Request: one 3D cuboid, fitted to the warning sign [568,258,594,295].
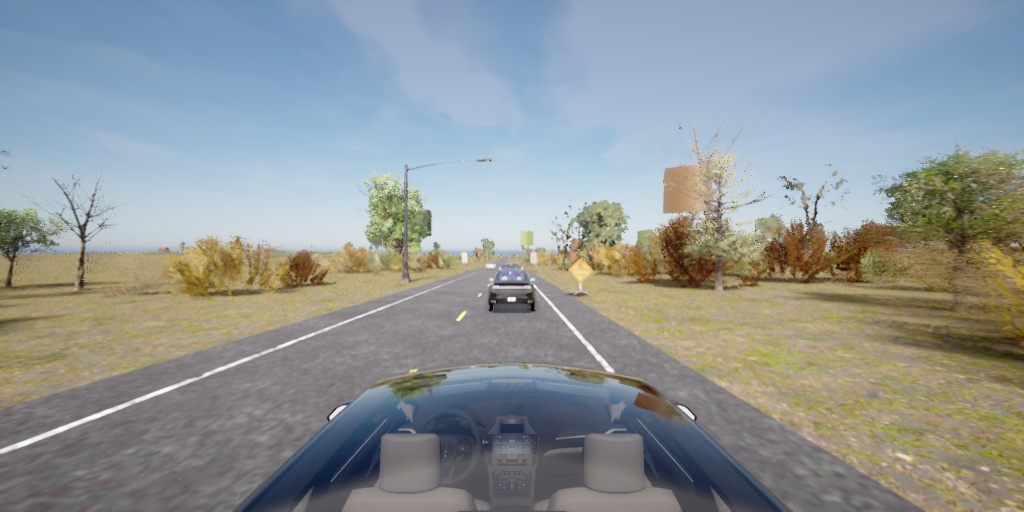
[{"bbox_3d":[3.521,1.019,18.461,1.300,1.860,1.060,0,0,0],"label":"warning sign"}]

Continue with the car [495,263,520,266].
[{"bbox_3d":[-0.061,1.364,30.269,2.097,1.767,4.553,0,-1,0],"label":"car"}]

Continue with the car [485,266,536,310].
[{"bbox_3d":[0.004,1.368,15.367,2.128,1.511,4.902,0,0,0],"label":"car"}]
